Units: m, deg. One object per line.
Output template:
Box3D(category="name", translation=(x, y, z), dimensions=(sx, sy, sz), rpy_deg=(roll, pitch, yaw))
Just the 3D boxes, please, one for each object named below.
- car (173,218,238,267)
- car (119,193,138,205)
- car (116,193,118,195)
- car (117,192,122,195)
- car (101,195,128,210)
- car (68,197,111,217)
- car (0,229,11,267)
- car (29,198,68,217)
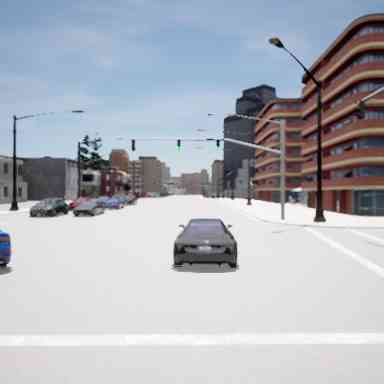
Box3D(category="car", translation=(0.475, 1.590, 11.529), dimensions=(1.994, 1.385, 4.181), rpy_deg=(0, 0, 3))
Box3D(category="car", translation=(-9.629, 1.261, 51.777), dimensions=(1.837, 1.490, 4.892), rpy_deg=(0, 1, 1))
Box3D(category="car", translation=(-13.142, 1.325, 50.107), dimensions=(2.033, 1.411, 5.357), rpy_deg=(0, 1, 1))
Box3D(category="car", translation=(-13.054, 0.994, 60.103), dimensions=(2.097, 1.767, 4.553), rpy_deg=(0, 1, 0))
Box3D(category="car", translation=(-9.730, 1.417, 41.761), dimensions=(1.812, 1.442, 4.674), rpy_deg=(0, 1, 1))
Box3D(category="car", translation=(-9.785, 1.538, 32.178), dimensions=(2.033, 1.411, 5.357), rpy_deg=(0, 0, 0))
Box3D(category="car", translation=(-7.329, 1.494, 10.514), dimensions=(1.882, 1.535, 5.008), rpy_deg=(2, -1, -44))
Box3D(category="car", translation=(-13.288, 1.353, 31.133), dimensions=(2.097, 1.767, 4.553), rpy_deg=(0, 0, 0))
